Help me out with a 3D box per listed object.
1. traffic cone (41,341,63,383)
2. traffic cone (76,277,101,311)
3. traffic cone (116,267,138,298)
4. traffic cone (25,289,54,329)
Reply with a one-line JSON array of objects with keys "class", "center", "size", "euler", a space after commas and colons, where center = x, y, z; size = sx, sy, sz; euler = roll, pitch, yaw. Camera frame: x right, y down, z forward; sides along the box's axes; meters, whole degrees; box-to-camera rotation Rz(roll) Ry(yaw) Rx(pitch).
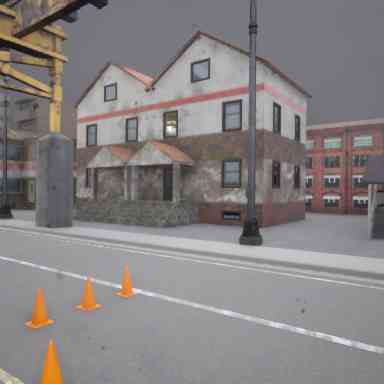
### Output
[{"class": "traffic cone", "center": [-1.558, 1.952, 3.683], "size": [0.340, 0.580, 0.340], "euler": [0, 0, 36]}, {"class": "traffic cone", "center": [-2.011, 1.949, 6.475], "size": [0.340, 0.580, 0.340], "euler": [0, 0, 36]}, {"class": "traffic cone", "center": [-1.426, 1.949, 7.286], "size": [0.340, 0.580, 0.340], "euler": [0, 0, 36]}, {"class": "traffic cone", "center": [-2.595, 1.949, 5.664], "size": [0.340, 0.580, 0.340], "euler": [0, 0, 36]}]
